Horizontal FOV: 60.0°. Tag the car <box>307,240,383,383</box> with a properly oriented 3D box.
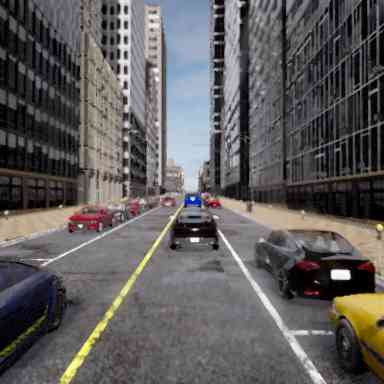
[{"bbox_3d":[2.704,1.514,2.719,1.752,1.417,4.829,1,0,0],"label":"car"}]

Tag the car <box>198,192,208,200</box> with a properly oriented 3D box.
[{"bbox_3d":[2.701,0.999,80.628,2.192,1.841,5.009,1,0,0],"label":"car"}]

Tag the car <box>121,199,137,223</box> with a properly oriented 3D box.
[{"bbox_3d":[-5.679,1.452,24.781,2.008,1.369,4.403,1,0,0],"label":"car"}]

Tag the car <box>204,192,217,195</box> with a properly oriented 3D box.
[{"bbox_3d":[2.704,1.128,47.165,2.192,1.841,5.009,1,0,0],"label":"car"}]

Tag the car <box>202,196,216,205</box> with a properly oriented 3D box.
[{"bbox_3d":[2.699,1.357,52.743,1.947,1.339,4.313,1,0,0],"label":"car"}]

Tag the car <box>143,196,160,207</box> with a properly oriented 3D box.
[{"bbox_3d":[-5.681,1.359,47.082,1.887,1.381,4.507,1,0,0],"label":"car"}]

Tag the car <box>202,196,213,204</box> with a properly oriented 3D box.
[{"bbox_3d":[2.698,1.351,58.321,1.802,1.307,4.206,1,0,0],"label":"car"}]

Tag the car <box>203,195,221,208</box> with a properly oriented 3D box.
[{"bbox_3d":[2.700,1.379,41.589,1.887,1.381,4.507,1,0,0],"label":"car"}]

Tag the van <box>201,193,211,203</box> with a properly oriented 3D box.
[{"bbox_3d":[2.702,1.089,63.896,1.690,1.788,3.998,1,0,0],"label":"van"}]

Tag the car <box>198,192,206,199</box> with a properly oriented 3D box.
[{"bbox_3d":[2.700,0.957,91.783,2.192,1.841,5.009,1,0,0],"label":"car"}]

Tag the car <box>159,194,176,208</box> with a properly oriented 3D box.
[{"bbox_3d":[-3.092,1.347,45.121,1.812,1.442,4.674,0,0,0],"label":"car"}]

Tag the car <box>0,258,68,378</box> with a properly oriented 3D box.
[{"bbox_3d":[-3.101,1.548,3.971,1.994,1.385,4.181,0,0,0],"label":"car"}]

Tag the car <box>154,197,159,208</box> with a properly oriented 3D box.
[{"bbox_3d":[-5.681,1.402,41.507,1.947,1.339,4.313,1,0,0],"label":"car"}]

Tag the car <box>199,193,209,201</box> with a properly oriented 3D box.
[{"bbox_3d":[2.699,1.145,75.050,1.967,1.590,4.097,1,0,0],"label":"car"}]

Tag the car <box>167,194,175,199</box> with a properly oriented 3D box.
[{"bbox_3d":[-5.685,1.225,91.683,1.802,1.307,4.206,1,0,0],"label":"car"}]

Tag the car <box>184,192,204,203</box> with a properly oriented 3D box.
[{"bbox_3d":[0.096,1.049,43.047,2.150,2.045,5.566,0,0,0],"label":"car"}]

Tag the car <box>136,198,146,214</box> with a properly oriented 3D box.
[{"bbox_3d":[-5.679,1.424,30.356,1.887,1.381,4.507,1,0,0],"label":"car"}]

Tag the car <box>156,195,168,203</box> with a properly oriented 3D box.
[{"bbox_3d":[-5.682,1.300,63.807,2.008,1.369,4.403,1,0,0],"label":"car"}]

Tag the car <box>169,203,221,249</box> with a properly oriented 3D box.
[{"bbox_3d":[0.098,1.447,14.255,1.837,1.490,4.892,0,0,0],"label":"car"}]

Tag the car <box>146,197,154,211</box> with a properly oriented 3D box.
[{"bbox_3d":[-5.680,1.408,35.931,2.008,1.369,4.403,1,0,0],"label":"car"}]

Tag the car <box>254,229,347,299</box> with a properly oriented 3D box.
[{"bbox_3d":[2.702,1.533,8.126,1.947,1.339,4.313,1,0,0],"label":"car"}]

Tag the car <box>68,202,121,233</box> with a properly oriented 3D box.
[{"bbox_3d":[-5.678,1.468,19.206,1.887,1.381,4.507,1,0,0],"label":"car"}]
